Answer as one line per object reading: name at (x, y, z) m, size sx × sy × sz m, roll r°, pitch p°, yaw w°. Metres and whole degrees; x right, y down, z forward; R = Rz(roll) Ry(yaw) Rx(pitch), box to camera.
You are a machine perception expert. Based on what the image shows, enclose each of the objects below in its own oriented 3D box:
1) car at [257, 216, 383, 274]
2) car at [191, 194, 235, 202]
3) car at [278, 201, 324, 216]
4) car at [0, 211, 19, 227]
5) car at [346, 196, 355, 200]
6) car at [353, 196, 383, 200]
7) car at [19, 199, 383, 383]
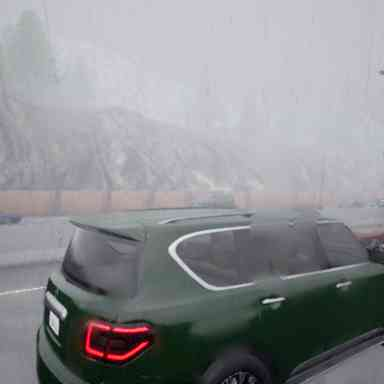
car at (4.575, 1.606, 11.297) m, size 4.718 × 1.301 × 1.895 m, roll 0°, pitch 0°, yaw -35°
car at (2.208, 1.235, 35.654) m, size 5.566 × 2.045 × 2.150 m, roll 0°, pitch 0°, yaw -35°
car at (10.954, 1.616, 33.291) m, size 4.718 × 1.301 × 1.895 m, roll 0°, pitch 0°, yaw -35°
car at (-13.164, 1.601, 20.397) m, size 4.718 × 1.301 × 1.895 m, roll 0°, pitch 0°, yaw -35°
car at (21.925, 1.375, 45.377) m, size 4.553 × 1.767 × 2.097 m, roll 0°, pitch 0°, yaw -35°
car at (19.562, 1.511, 35.120) m, size 4.902 × 1.511 × 2.128 m, roll 0°, pitch 0°, yaw -35°
car at (0.988, 1.223, 4.450) m, size 5.566 × 2.045 × 2.150 m, roll 0°, pitch 0°, yaw -35°
